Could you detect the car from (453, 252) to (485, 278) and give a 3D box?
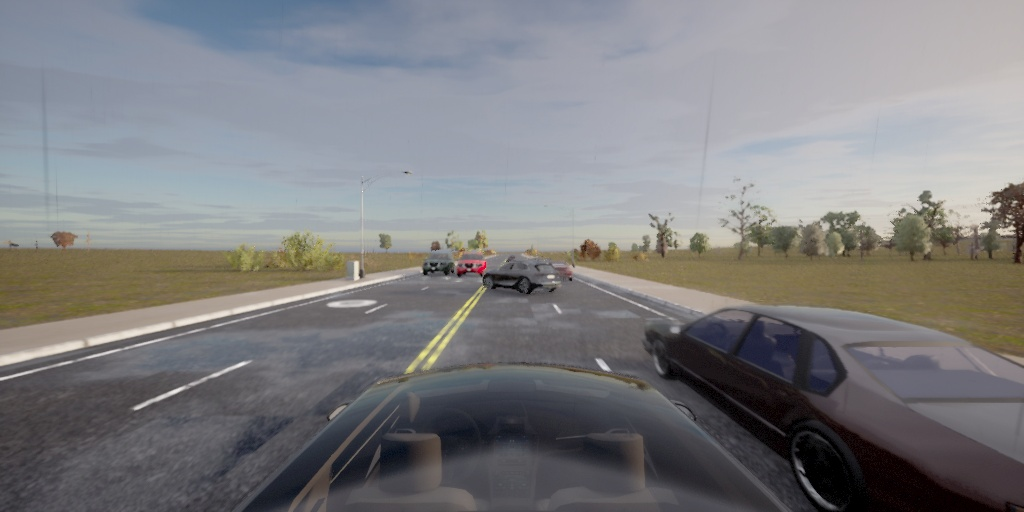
[{"bbox_3d":[-3.327,0.693,30.571,2.150,2.045,5.566,0,0,0],"label":"car"}]

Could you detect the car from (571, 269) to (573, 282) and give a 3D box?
[{"bbox_3d":[3.257,1.041,26.089,1.812,1.442,4.674,0,1,0],"label":"car"}]

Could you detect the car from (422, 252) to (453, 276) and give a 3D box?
[{"bbox_3d":[-6.582,0.670,32.821,2.150,2.045,5.566,0,1,0],"label":"car"}]

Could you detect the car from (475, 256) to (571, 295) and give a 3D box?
[{"bbox_3d":[0.424,1.018,18.732,2.033,1.649,4.856,0,1,-39],"label":"car"}]

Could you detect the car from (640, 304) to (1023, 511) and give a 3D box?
[{"bbox_3d":[3.251,1.274,4.090,2.033,1.411,5.357,0,1,0],"label":"car"}]

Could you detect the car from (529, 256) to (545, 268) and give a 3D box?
[{"bbox_3d":[3.263,0.746,48.277,1.801,1.575,5.366,0,1,0],"label":"car"}]
